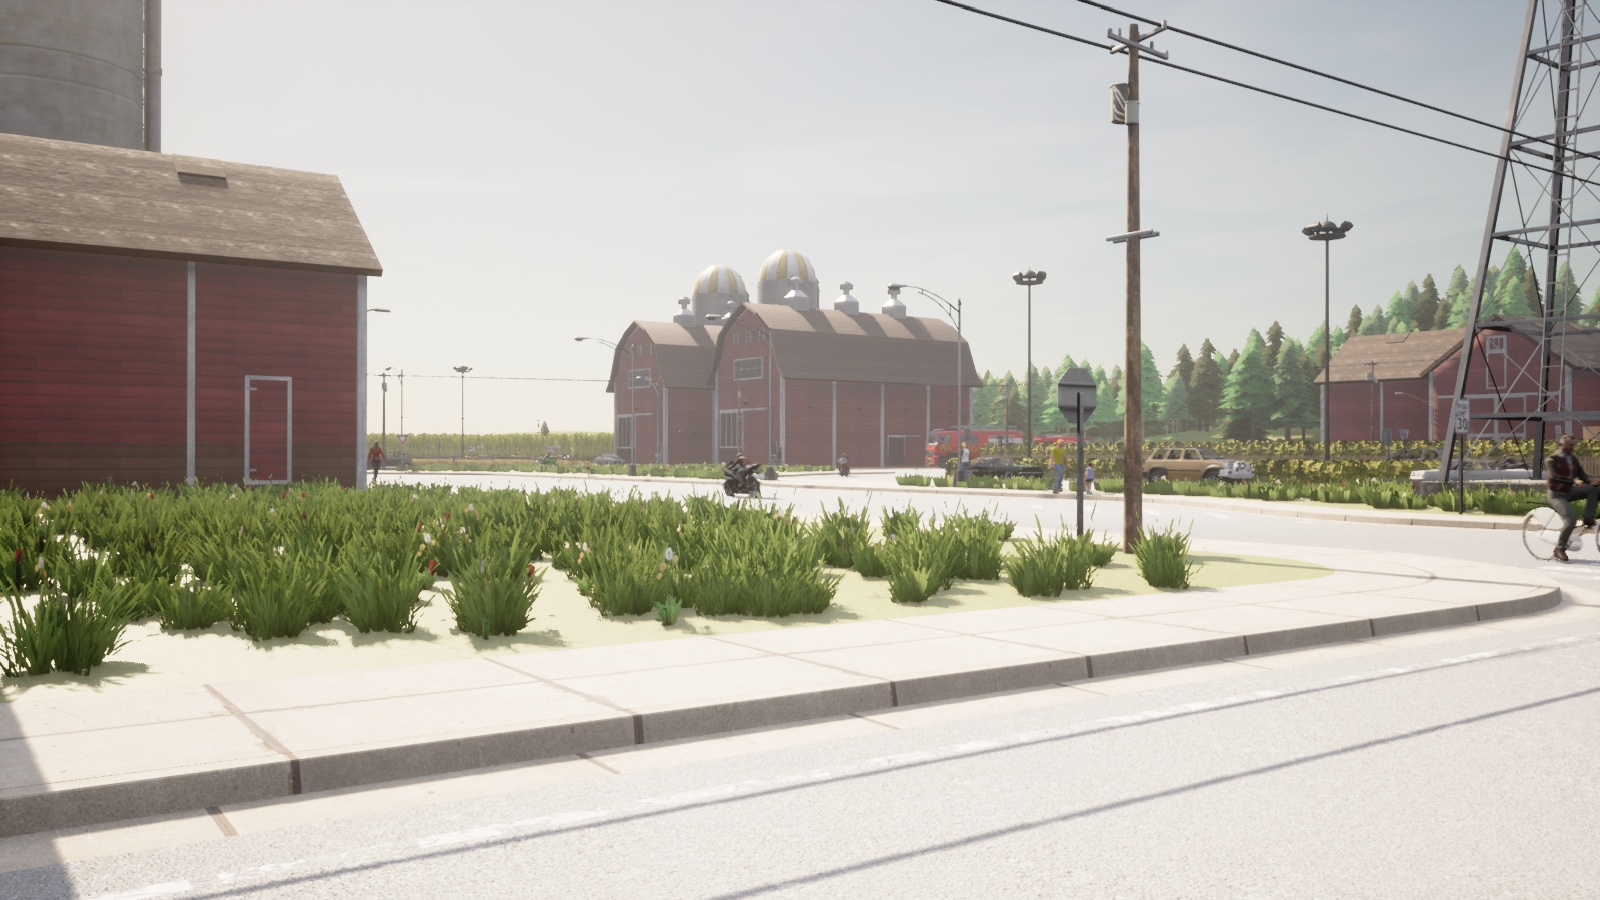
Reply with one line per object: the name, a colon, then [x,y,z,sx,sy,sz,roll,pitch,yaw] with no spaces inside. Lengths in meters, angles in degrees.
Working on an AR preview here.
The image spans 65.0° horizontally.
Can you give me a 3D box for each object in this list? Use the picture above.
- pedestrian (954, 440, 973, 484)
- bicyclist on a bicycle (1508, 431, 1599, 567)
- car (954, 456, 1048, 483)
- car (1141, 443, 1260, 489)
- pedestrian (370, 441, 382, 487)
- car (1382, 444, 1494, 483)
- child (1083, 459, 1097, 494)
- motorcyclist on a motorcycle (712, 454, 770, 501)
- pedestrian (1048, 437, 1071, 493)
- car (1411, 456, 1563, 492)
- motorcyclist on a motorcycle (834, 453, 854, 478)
pedestrian: [6.861,0.512,52.671,0.354,1.836,0.706,0,0,-42]
bicyclist on a bicycle: [10.595,0.634,16.962,0.659,1.776,1.843,-1,0,-16]
car: [10.105,0.976,63.443,1.895,1.301,4.718,0,0,-36]
car: [17.052,0.653,53.699,1.932,1.855,4.605,0,0,-36]
pedestrian: [-17.110,0.559,50.673,0.331,1.846,0.636,0,0,-34]
car: [31.798,0.644,62.715,1.932,1.855,4.605,0,0,-35]
child: [9.463,0.858,41.010,0.255,1.110,0.394,0,0,-24]
motorcyclist on a motorcycle: [-1.986,0.885,41.866,0.866,1.530,2.191,0,0,-36]
pedestrian: [8.531,0.481,41.314,0.354,1.836,0.706,0,0,-32]
car: [26.042,0.904,47.765,4.718,1.301,1.895,0,0,11]
motorcyclist on a motorcycle: [2.748,0.963,78.304,0.866,1.530,2.191,1,0,11]
